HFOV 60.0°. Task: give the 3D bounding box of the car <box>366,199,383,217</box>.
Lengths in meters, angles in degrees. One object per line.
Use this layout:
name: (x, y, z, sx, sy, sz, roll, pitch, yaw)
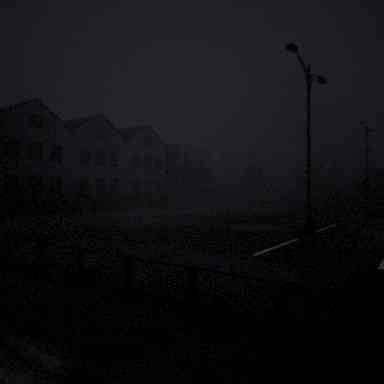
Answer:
car: (15.343, 1.293, 26.882, 2.007, 1.523, 4.514, 0, 0, 35)
